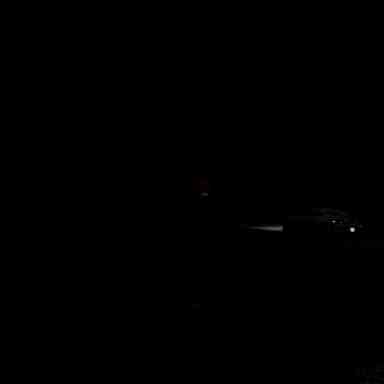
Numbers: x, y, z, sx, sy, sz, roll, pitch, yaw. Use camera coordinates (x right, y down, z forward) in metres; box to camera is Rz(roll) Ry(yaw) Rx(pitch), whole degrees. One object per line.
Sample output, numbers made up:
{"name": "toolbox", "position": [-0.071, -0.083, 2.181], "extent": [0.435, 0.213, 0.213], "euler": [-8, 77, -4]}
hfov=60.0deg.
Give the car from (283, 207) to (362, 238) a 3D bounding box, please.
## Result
{"name": "car", "position": [6.661, 1.500, 17.451], "extent": [1.812, 1.442, 4.674], "euler": [0, 0, -17]}
